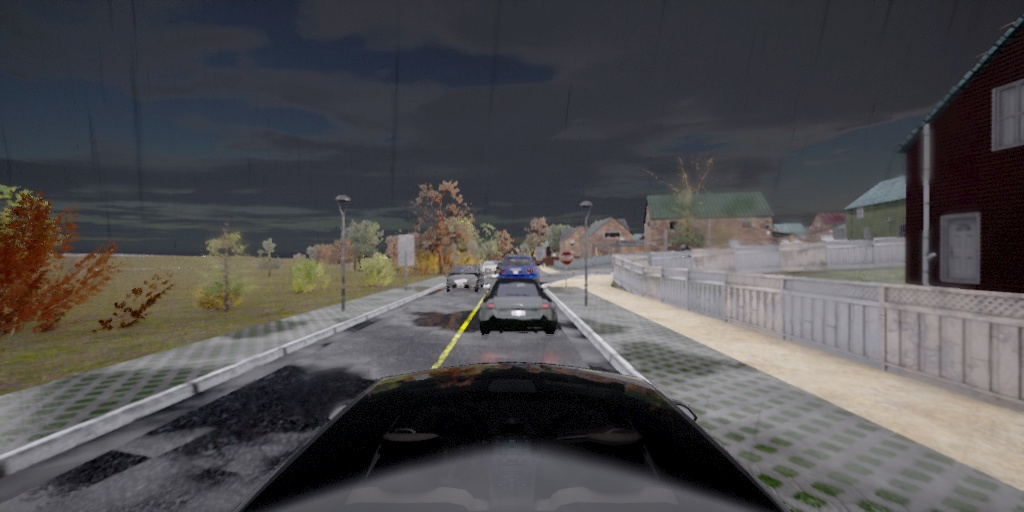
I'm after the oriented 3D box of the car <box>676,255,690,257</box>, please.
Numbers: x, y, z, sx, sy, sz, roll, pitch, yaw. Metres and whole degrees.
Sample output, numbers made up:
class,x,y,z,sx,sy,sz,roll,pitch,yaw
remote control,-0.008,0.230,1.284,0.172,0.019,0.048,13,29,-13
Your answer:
class,x,y,z,sx,sy,sz,roll,pitch,yaw
car,14.531,0.436,29.405,5.357,1.411,2.033,-3,-1,14

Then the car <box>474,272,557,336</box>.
class,x,y,z,sx,sy,sz,roll,pitch,yaw
car,0.117,1.328,10.506,1.994,1.385,4.181,0,0,-1

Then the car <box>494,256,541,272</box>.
class,x,y,z,sx,sy,sz,roll,pitch,yaw
car,0.541,1.005,22.545,2.150,2.045,5.566,0,0,7

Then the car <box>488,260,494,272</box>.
class,x,y,z,sx,sy,sz,roll,pitch,yaw
car,-2.736,1.351,42.043,1.812,1.442,4.674,0,0,-2

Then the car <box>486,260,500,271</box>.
class,x,y,z,sx,sy,sz,roll,pitch,yaw
car,-2.775,1.353,53.332,1.837,1.490,4.892,0,1,0

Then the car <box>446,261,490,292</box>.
class,x,y,z,sx,sy,sz,roll,pitch,yaw
car,-2.726,1.272,21.522,2.128,1.511,4.902,0,0,0
